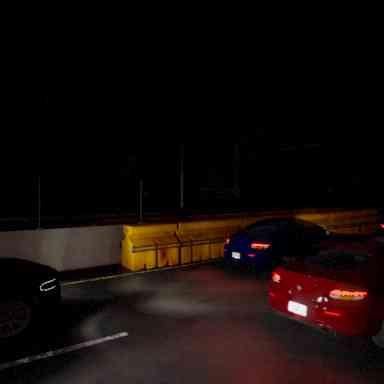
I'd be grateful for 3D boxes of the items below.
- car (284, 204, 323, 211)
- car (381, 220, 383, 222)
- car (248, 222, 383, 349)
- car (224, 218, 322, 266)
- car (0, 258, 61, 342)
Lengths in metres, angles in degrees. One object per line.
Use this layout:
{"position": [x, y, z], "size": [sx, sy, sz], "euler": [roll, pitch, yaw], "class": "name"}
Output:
{"position": [7.497, 1.547, 22.497], "size": [5.357, 1.411, 2.033], "euler": [0, 0, -39], "class": "car"}
{"position": [10.854, 1.547, 15.790], "size": [5.357, 1.411, 2.033], "euler": [0, 0, -36], "class": "car"}
{"position": [3.397, 1.526, 6.180], "size": [4.674, 1.442, 1.812], "euler": [0, 0, -36], "class": "car"}
{"position": [3.055, 1.526, 10.230], "size": [4.674, 1.442, 1.812], "euler": [0, 0, -35], "class": "car"}
{"position": [-4.556, 1.478, 4.795], "size": [5.008, 1.535, 1.882], "euler": [0, 0, -35], "class": "car"}
